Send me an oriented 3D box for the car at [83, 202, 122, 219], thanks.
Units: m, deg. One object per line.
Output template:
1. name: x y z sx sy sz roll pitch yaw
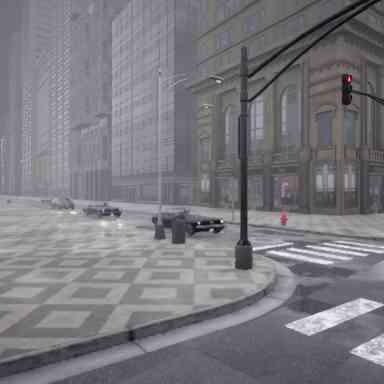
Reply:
1. car: -7.709 1.514 28.452 1.895 1.301 4.718 0 0 -36

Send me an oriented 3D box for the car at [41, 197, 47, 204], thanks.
1. car: -25.046 1.447 58.363 1.895 1.301 4.718 0 0 -36

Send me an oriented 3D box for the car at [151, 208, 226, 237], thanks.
1. car: -0.310 1.549 18.049 1.895 1.301 4.718 0 0 -35

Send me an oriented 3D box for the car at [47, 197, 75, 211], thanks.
1. car: -15.187 1.389 39.014 1.837 1.490 4.892 0 0 -35
